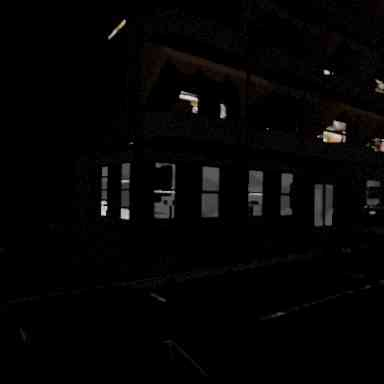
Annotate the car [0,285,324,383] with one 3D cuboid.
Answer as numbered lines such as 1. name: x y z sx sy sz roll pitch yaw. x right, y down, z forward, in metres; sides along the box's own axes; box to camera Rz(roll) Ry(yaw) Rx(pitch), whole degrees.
1. car: -1.147 1.606 2.556 4.718 1.301 1.895 1 0 -35

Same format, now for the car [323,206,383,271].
1. car: 6.574 1.411 11.190 5.009 1.841 2.192 1 1 -35
